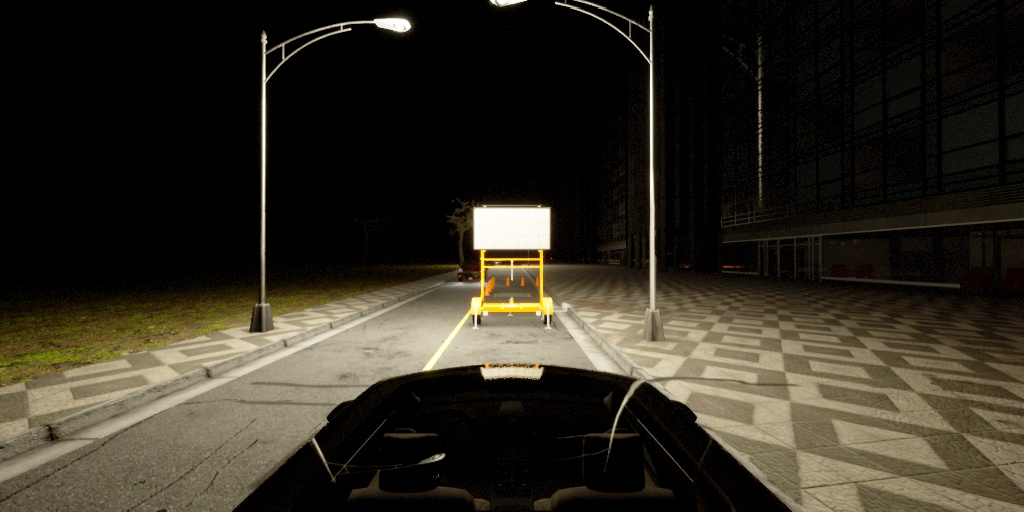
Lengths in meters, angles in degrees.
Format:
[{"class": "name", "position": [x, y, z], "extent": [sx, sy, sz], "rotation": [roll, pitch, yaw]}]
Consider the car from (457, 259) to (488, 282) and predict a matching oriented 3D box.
[{"class": "car", "position": [-3.097, 1.110, 28.987], "extent": [2.097, 1.767, 4.553], "rotation": [0, 0, 0]}]

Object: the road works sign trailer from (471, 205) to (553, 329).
[{"class": "road works sign trailer", "position": [0.001, 0.216, 11.229], "extent": [2.380, 3.560, 2.880], "rotation": [0, 0, 0]}]
